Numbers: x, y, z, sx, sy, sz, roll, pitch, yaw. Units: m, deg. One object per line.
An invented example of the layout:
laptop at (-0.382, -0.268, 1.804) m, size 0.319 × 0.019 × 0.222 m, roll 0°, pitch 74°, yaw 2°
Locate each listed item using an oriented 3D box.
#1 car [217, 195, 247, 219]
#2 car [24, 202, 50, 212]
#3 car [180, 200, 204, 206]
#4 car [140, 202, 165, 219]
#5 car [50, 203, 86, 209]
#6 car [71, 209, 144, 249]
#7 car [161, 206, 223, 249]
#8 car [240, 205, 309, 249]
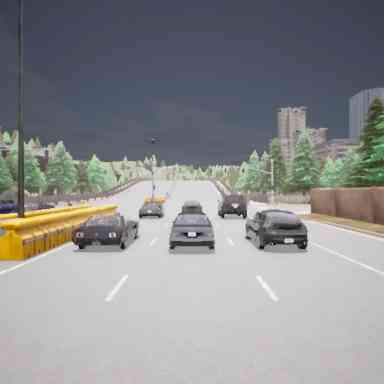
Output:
car at (3.500, 1.256, 29.435) m, size 2.150 × 2.045 × 5.566 m, roll 0°, pitch 0°, yaw 0°
car at (-14.000, 1.600, 29.648) m, size 2.033 × 1.411 × 5.357 m, roll 0°, pitch 0°, yaw 0°
car at (0.000, 1.515, 29.405) m, size 1.837 × 1.490 × 4.892 m, roll 0°, pitch 0°, yaw 0°
car at (-3.500, 1.571, 29.405) m, size 1.994 × 1.385 × 4.181 m, roll 0°, pitch 0°, yaw 0°
car at (-10.500, 1.653, 29.618) m, size 1.895 × 1.301 × 4.718 m, roll 0°, pitch 0°, yaw 0°
car at (-3.500, 1.614, 14.435) m, size 1.895 × 1.301 × 4.718 m, roll 0°, pitch 0°, yaw 0°
car at (0.000, 1.561, 14.405) m, size 2.033 × 1.411 × 5.357 m, roll 0°, pitch 0°, yaw 0°
car at (3.500, 1.515, 14.405) m, size 1.837 × 1.490 × 4.892 m, roll 0°, pitch 0°, yaw 0°
